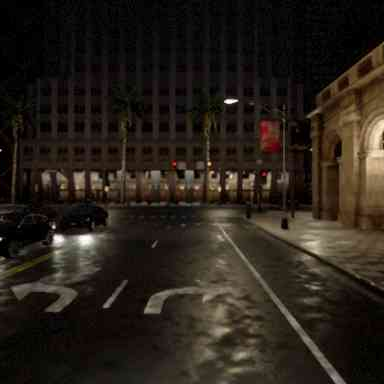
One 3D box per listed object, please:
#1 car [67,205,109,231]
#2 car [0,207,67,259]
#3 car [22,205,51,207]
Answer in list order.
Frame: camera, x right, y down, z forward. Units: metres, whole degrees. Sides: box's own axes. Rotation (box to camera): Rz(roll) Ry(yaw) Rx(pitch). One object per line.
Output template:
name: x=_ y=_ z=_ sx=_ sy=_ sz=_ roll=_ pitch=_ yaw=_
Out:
car: x=-6.856 y=1.593 z=21.712 sx=1.882 sy=1.535 sz=5.008 roll=0 pitch=0 yaw=0
car: x=-7.010 y=1.558 z=12.960 sx=2.128 sy=1.511 sz=4.902 roll=0 pitch=0 yaw=1
car: x=-10.356 y=1.603 z=21.737 sx=2.128 sy=1.511 sz=4.902 roll=0 pitch=0 yaw=0
